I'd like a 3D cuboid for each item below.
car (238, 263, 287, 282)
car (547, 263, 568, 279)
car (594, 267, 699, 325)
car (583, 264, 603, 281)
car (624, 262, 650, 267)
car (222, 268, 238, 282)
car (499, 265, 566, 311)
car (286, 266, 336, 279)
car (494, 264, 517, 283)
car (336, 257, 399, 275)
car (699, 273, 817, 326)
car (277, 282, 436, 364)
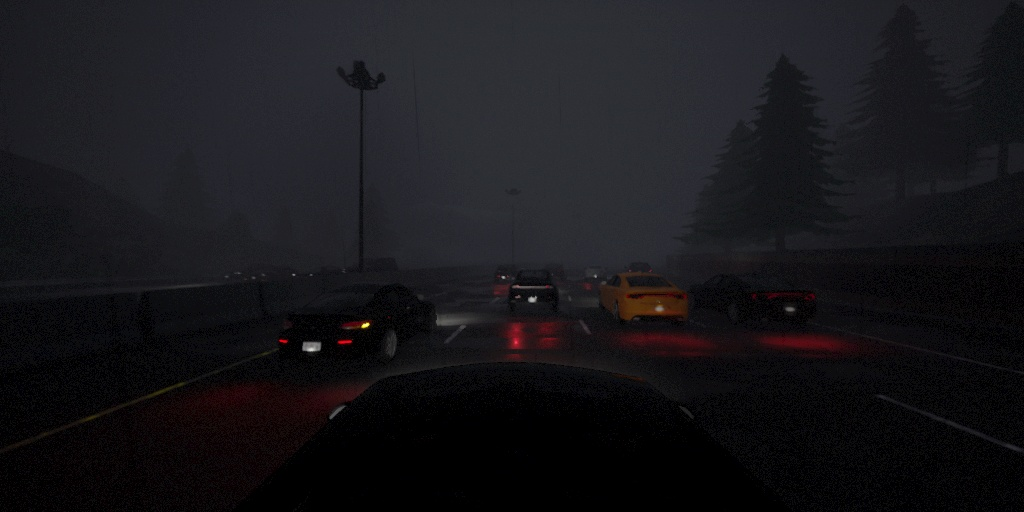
[{"bbox_3d":[-18.530,1.427,28.167,1.994,1.385,4.181,0,0,10],"label":"car"},{"bbox_3d":[3.839,1.390,31.869,1.882,1.535,5.008,0,0,13],"label":"car"},{"bbox_3d":[4.190,1.287,12.134,1.882,1.535,5.008,0,0,5],"label":"car"},{"bbox_3d":[7.383,1.441,31.694,1.812,1.442,4.674,0,0,13],"label":"car"},{"bbox_3d":[10.766,1.267,30.724,2.097,1.767,4.553,0,0,13],"label":"car"},{"bbox_3d":[-21.699,1.362,30.279,2.128,1.511,4.902,0,0,11],"label":"car"},{"bbox_3d":[0.943,1.311,14.836,2.128,1.511,4.902,0,0,6],"label":"car"},{"bbox_3d":[-14.971,1.470,28.381,1.895,1.301,4.718,0,0,10],"label":"car"},{"bbox_3d":[-0.167,1.402,30.050,1.837,1.490,4.892,0,0,12],"label":"car"},{"bbox_3d":[-11.292,1.099,29.075,2.150,2.045,5.566,0,0,11],"label":"car"},{"bbox_3d":[7.700,1.292,12.106,1.882,1.535,5.008,0,0,5],"label":"car"},{"bbox_3d":[-3.108,1.305,8.084,1.812,1.442,4.674,0,0,3],"label":"car"}]
